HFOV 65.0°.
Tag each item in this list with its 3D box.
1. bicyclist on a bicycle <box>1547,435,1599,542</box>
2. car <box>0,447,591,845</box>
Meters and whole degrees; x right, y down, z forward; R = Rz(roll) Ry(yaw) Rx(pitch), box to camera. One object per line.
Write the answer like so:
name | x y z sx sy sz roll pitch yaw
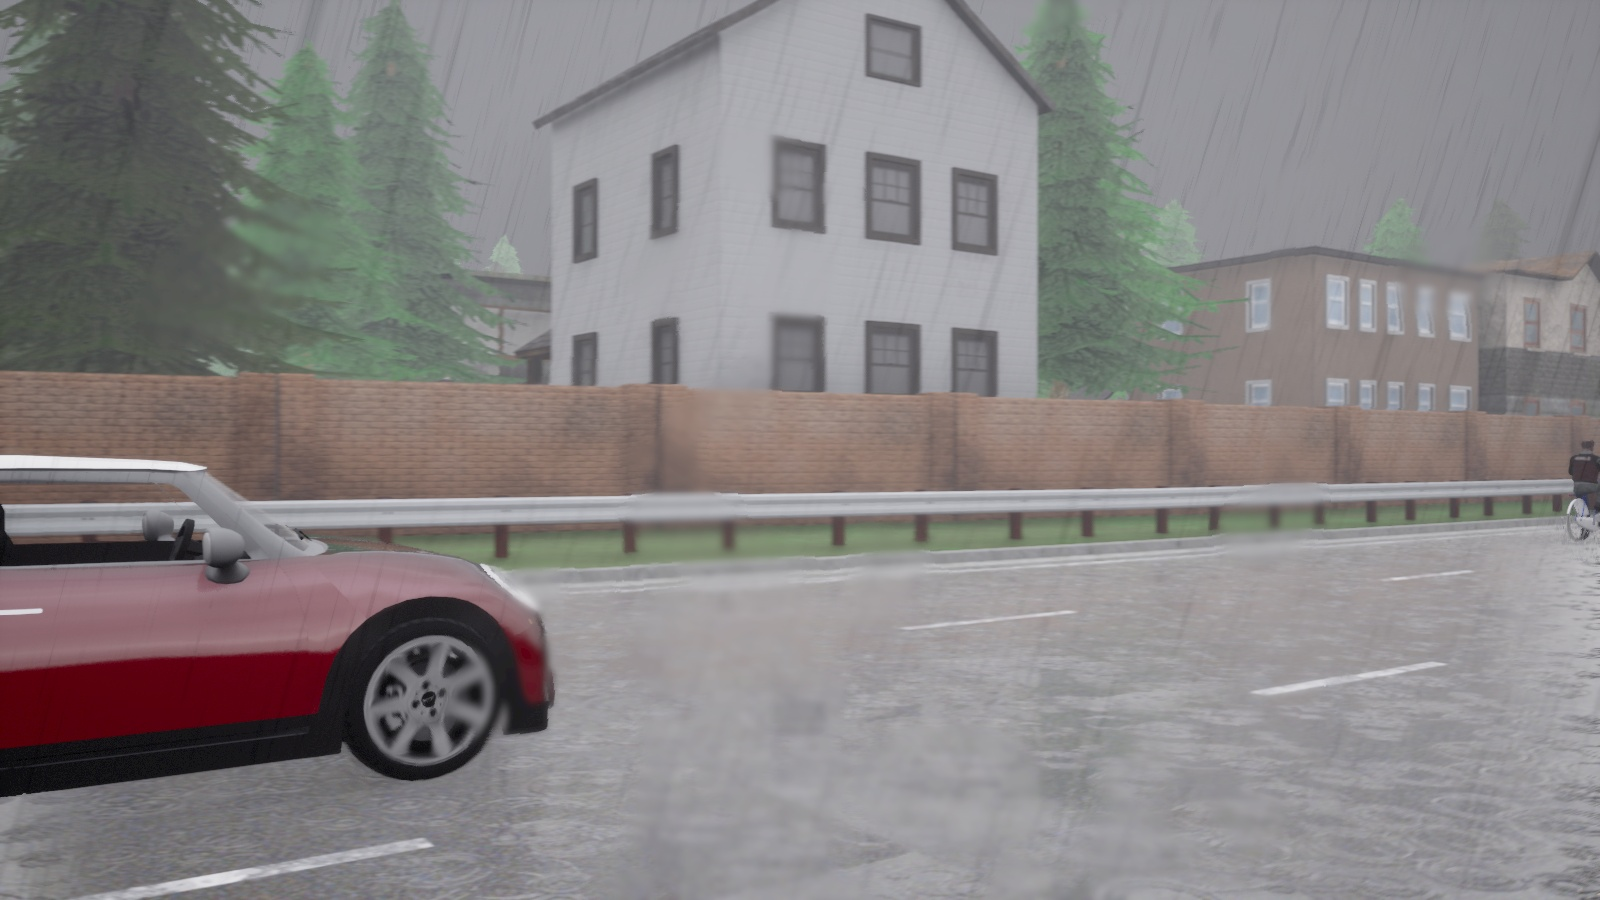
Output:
bicyclist on a bicycle | 13.741 0.640 21.752 1.843 1.776 0.659 0 0 -35
car | -3.126 0.731 5.747 3.806 1.475 1.970 0 0 -35
